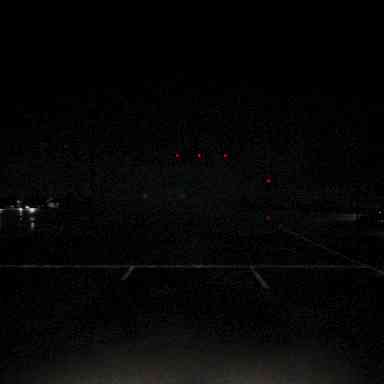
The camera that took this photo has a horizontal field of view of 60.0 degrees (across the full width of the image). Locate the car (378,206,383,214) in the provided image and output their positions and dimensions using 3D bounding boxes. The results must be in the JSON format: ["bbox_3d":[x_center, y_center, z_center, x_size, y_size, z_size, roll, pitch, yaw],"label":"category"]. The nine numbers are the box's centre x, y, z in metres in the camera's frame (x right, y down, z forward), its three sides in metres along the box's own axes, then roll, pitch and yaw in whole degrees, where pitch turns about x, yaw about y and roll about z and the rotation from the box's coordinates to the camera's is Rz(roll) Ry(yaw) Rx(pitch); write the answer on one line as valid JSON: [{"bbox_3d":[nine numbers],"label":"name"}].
[{"bbox_3d":[17.652,1.260,26.037,4.553,1.767,2.097,0,0,6],"label":"car"}]

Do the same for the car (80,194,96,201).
[{"bbox_3d":[-21.041,1.227,65.152,2.128,1.511,4.902,0,0,0],"label":"car"}]

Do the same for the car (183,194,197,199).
[{"bbox_3d":[-0.158,1.201,94.634,1.895,1.301,4.718,0,0,-18],"label":"car"}]

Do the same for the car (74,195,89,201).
[{"bbox_3d":[-24.779,1.290,74.555,1.895,1.301,4.718,0,0,-3],"label":"car"}]

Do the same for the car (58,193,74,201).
[{"bbox_3d":[-28.331,1.048,75.034,2.097,1.767,4.553,0,0,-3],"label":"car"}]

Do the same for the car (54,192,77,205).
[{"bbox_3d":[-21.104,1.001,55.316,2.150,2.045,5.566,0,0,0],"label":"car"}]

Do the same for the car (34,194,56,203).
[{"bbox_3d":[-28.032,1.234,63.687,2.128,1.511,4.902,0,0,0],"label":"car"}]

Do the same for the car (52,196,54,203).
[{"bbox_3d":[-24.608,1.140,53.309,2.097,1.767,4.553,0,0,0],"label":"car"}]

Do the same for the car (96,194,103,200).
[{"bbox_3d":[-21.280,1.219,74.777,2.128,1.511,4.902,0,0,-3],"label":"car"}]

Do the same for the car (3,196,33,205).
[{"bbox_3d":[-28.094,1.333,53.940,2.033,1.411,5.357,0,0,1],"label":"car"}]

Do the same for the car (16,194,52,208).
[{"bbox_3d":[-21.119,1.330,44.764,1.837,1.490,4.892,0,0,0],"label":"car"}]

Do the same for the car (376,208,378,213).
[{"bbox_3d":[19.460,1.441,29.460,5.357,1.411,2.033,0,0,7],"label":"car"}]

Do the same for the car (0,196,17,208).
[{"bbox_3d":[-24.618,1.336,43.492,1.837,1.490,4.892,0,0,0],"label":"car"}]
